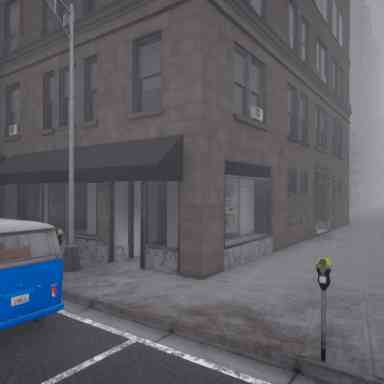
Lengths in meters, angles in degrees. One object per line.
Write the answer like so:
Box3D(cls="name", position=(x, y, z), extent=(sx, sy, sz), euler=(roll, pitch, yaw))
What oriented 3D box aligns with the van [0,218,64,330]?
Box3D(cls="van", position=(-4.024, 1.340, 5.949), extent=(3.998, 1.788, 1.690), euler=(0, 0, 36))
